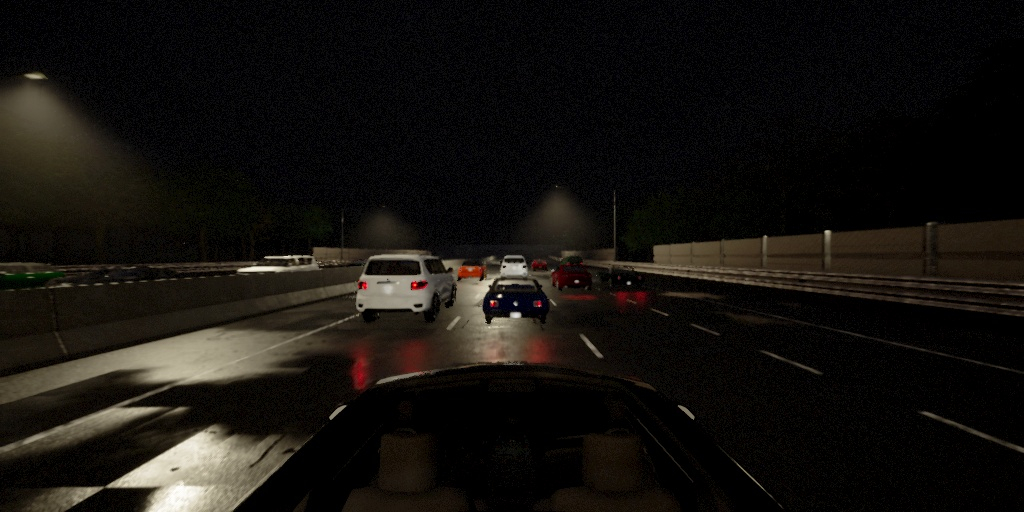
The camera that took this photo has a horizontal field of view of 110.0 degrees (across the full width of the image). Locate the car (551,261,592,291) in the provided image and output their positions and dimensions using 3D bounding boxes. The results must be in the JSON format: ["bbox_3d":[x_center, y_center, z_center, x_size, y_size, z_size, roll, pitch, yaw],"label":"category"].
[{"bbox_3d":[3.544,1.246,22.020,1.882,1.535,5.008,0,0,0],"label":"car"}]

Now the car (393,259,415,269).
[{"bbox_3d":[-17.231,1.257,57.343,1.882,1.535,5.008,0,0,1],"label":"car"}]

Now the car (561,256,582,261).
[{"bbox_3d":[7.283,1.004,43.659,2.150,2.045,5.566,0,0,0],"label":"car"}]

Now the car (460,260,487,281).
[{"bbox_3d":[-3.310,1.126,30.661,2.097,1.767,4.553,0,0,0],"label":"car"}]

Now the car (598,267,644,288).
[{"bbox_3d":[7.154,1.370,24.117,1.895,1.301,4.718,0,0,0],"label":"car"}]

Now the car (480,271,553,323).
[{"bbox_3d":[0.113,1.358,12.166,1.895,1.301,4.718,0,0,0],"label":"car"}]

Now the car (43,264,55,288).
[{"bbox_3d":[-21.062,1.266,19.348,1.837,1.490,4.892,0,0,0],"label":"car"}]

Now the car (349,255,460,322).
[{"bbox_3d":[-3.387,0.978,12.508,2.150,2.045,5.566,0,0,0],"label":"car"}]

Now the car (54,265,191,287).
[{"bbox_3d":[-17.583,1.285,16.898,1.812,1.442,4.674,0,0,0],"label":"car"}]

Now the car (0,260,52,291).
[{"bbox_3d":[-24.570,1.110,17.016,2.097,1.767,4.553,0,0,0],"label":"car"}]

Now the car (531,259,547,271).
[{"bbox_3d":[3.736,1.261,49.488,1.882,1.535,5.008,0,0,1],"label":"car"}]

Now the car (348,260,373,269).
[{"bbox_3d":[-24.213,1.380,57.403,1.895,1.301,4.718,0,0,1],"label":"car"}]

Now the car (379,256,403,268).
[{"bbox_3d":[-20.660,1.001,61.305,2.150,2.045,5.566,0,0,1],"label":"car"}]

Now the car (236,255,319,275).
[{"bbox_3d":[-14.061,0.986,21.903,2.150,2.045,5.566,0,0,1],"label":"car"}]

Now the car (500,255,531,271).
[{"bbox_3d":[0.188,0.995,30.567,2.150,2.045,5.566,0,0,0],"label":"car"}]
